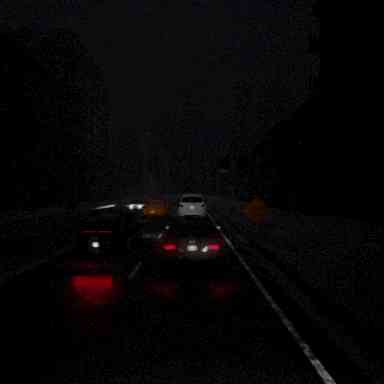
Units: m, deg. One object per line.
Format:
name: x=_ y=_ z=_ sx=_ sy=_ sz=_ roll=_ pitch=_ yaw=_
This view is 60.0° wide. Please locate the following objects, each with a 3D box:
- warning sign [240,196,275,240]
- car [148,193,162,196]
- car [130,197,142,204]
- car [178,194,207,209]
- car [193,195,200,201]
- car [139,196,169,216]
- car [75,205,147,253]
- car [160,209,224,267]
warning sign: x=2.847 y=1.099 z=14.598 sx=1.300 sy=1.860 sz=1.060 roll=0 pitch=0 yaw=0
car: x=-6.540 y=1.161 z=59.238 sx=2.150 sy=2.045 sz=5.566 roll=0 pitch=0 yaw=1
car: x=-9.789 y=1.540 z=59.290 sx=1.895 sy=1.301 sz=4.718 roll=0 pitch=0 yaw=1
car: x=0.040 y=1.192 z=27.367 sx=2.150 sy=2.045 sz=5.566 roll=0 pitch=0 yaw=0
car: x=1.149 y=1.429 z=84.595 sx=1.837 sy=1.490 sz=4.892 roll=0 pitch=0 yaw=0
car: x=-3.190 y=1.444 z=29.683 sx=1.882 sy=1.535 sz=5.008 roll=0 pitch=0 yaw=1
car: x=-3.201 y=1.490 z=13.520 sx=1.837 sy=1.490 sz=4.892 roll=0 pitch=0 yaw=0
car: x=0.029 y=1.535 z=11.352 sx=2.033 sy=1.411 sz=5.357 roll=0 pitch=0 yaw=1
